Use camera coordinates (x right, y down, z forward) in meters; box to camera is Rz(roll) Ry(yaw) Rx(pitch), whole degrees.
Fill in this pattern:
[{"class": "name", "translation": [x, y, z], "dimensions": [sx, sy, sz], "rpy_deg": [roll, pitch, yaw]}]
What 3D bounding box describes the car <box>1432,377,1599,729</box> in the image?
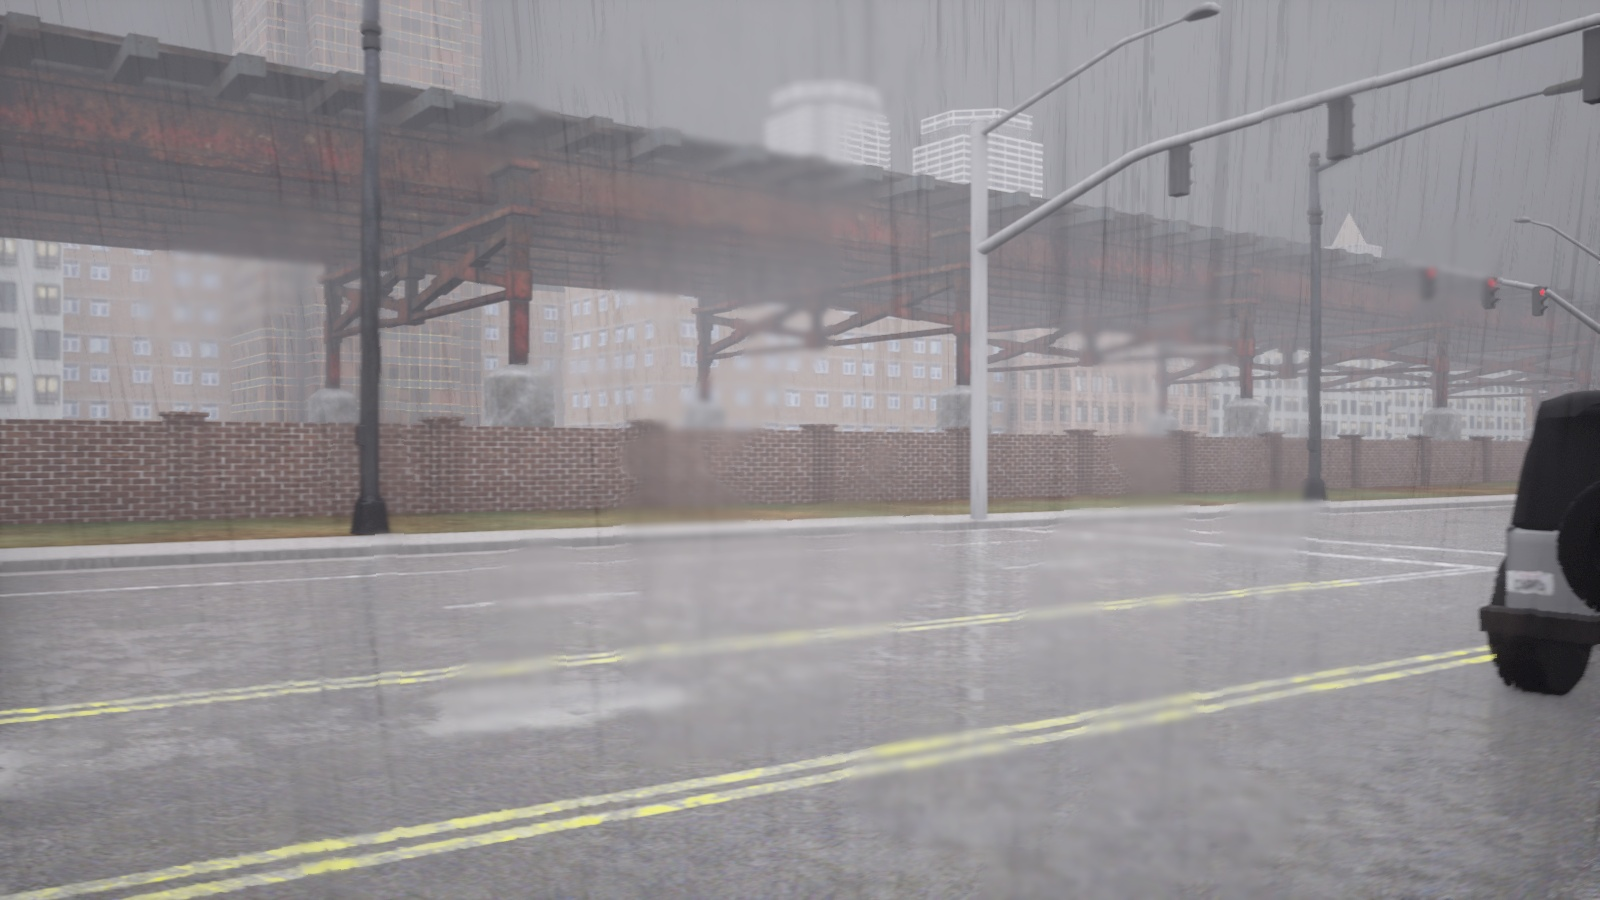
[{"class": "car", "translation": [5.876, 0.547, 7.755], "dimensions": [3.866, 1.878, 1.905], "rpy_deg": [0, 0, -35]}]
